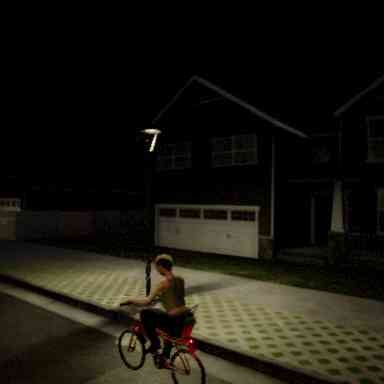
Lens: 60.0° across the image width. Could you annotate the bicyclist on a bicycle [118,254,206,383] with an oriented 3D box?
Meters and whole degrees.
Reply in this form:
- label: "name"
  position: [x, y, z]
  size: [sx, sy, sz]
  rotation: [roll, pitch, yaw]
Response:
- label: "bicyclist on a bicycle"
  position: [-0.428, 1.580, 4.199]
  size: [1.509, 1.612, 0.866]
  rotation: [-1, -2, 38]
